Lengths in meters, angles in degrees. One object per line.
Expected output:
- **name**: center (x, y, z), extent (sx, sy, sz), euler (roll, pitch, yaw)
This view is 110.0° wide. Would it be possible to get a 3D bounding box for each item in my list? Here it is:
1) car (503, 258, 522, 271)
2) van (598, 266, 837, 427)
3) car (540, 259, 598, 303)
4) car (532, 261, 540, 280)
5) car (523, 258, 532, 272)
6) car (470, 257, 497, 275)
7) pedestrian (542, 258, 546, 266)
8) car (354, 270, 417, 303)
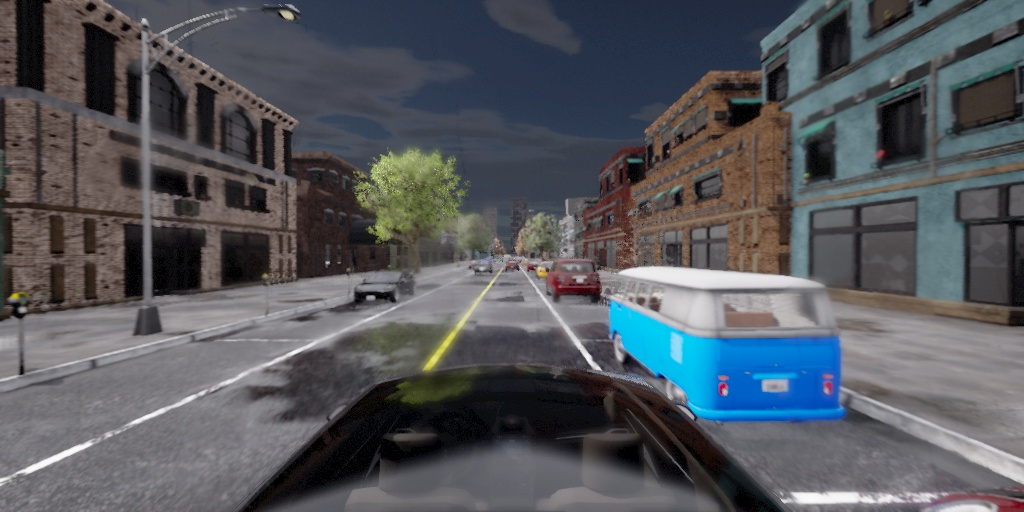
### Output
- **car**: center (0.054, 1.245, 49.097), extent (1.812, 1.442, 4.674), euler (0, 0, 0)
- **van**: center (2.696, 1.089, 5.513), extent (1.690, 1.789, 3.998), euler (0, 0, 0)
- **car**: center (2.699, 1.055, 16.601), extent (2.192, 1.841, 5.009), euler (0, 0, 0)
- **car**: center (3.009, 1.187, 31.371), extent (1.801, 1.575, 5.366), euler (0, 0, 0)
- **car**: center (2.707, 1.268, 44.322), extent (1.888, 1.381, 4.507), euler (0, 0, 0)
- **car**: center (-3.071, 1.218, 39.623), extent (2.128, 1.511, 4.902), euler (0, 0, 0)
- **pedestrian**: center (3.010, 1.023, 34.357), extent (0.375, 1.860, 0.375), euler (-1, 1, -3)
- **car**: center (-5.682, 1.307, 16.604), extent (1.948, 1.339, 4.313), euler (0, 0, 0)
